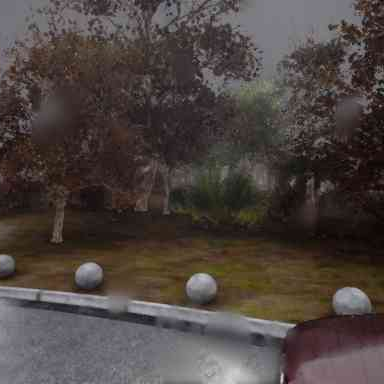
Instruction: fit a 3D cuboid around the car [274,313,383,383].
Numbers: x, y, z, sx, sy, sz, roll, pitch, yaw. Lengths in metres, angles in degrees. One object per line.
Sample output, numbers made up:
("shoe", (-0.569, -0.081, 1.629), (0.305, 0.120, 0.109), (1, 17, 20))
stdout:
("car", (2.747, 1.564, 2.538), (4.181, 1.385, 1.994), (0, 0, 17))
